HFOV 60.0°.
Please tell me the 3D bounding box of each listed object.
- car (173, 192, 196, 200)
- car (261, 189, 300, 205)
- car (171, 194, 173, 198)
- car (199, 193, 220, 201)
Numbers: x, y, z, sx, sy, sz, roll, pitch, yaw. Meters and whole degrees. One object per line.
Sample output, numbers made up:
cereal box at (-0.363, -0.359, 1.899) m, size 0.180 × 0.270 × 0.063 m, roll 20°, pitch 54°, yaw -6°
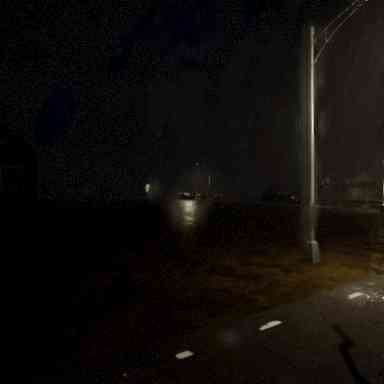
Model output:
car at (-1.130, 0.838, 63.970) m, size 1.994 × 1.385 × 4.181 m, roll 2°, pitch -1°, yaw -35°
car at (12.019, 0.693, 45.349) m, size 2.150 × 2.045 × 5.566 m, roll 2°, pitch -1°, yaw -35°
car at (-2.680, 0.733, 72.227) m, size 1.895 × 1.301 × 4.718 m, roll 2°, pitch -1°, yaw -35°
car at (3.372, 0.877, 63.709) m, size 1.837 × 1.490 × 4.892 m, roll 2°, pitch -1°, yaw -35°
